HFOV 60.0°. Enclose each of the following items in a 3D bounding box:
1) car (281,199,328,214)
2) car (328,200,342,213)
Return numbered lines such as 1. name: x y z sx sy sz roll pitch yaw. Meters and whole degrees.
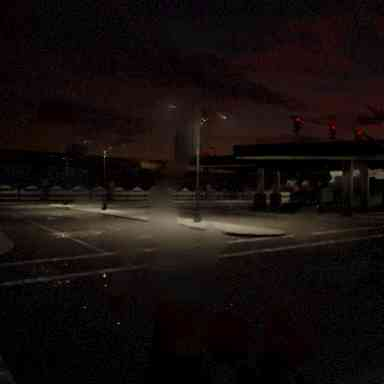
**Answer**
1. car: 12.024 1.559 36.848 2.242 1.667 4.611 1 0 -35
2. car: 16.281 1.772 40.778 1.970 1.475 3.806 1 0 -35
